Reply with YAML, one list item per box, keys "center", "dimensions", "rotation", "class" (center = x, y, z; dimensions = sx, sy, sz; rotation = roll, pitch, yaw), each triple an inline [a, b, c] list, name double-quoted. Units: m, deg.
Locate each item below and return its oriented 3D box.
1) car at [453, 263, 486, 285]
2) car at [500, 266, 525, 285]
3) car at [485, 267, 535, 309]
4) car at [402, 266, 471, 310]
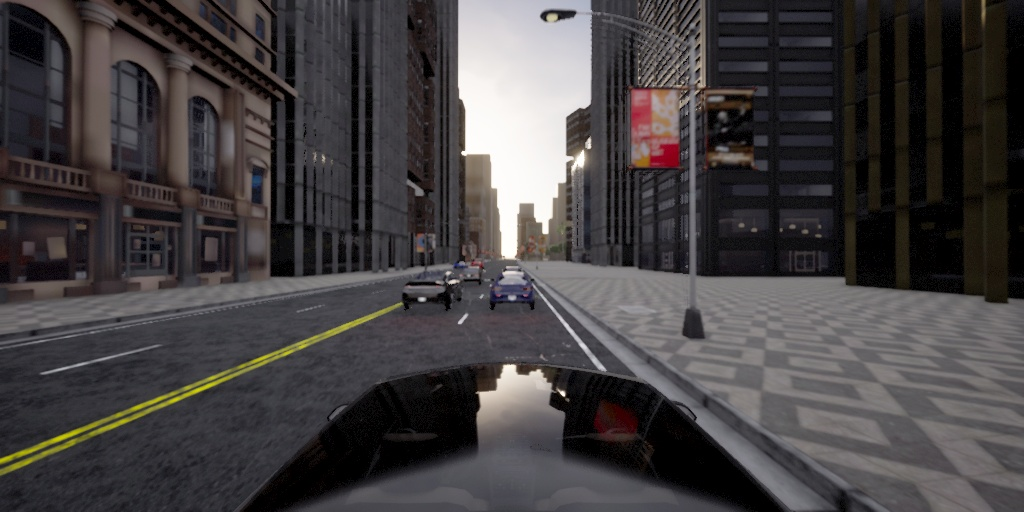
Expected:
- center: [-3.234, 1.551, 29.364]
  dimensions: [2.033, 1.411, 5.357]
  rotation: [0, 0, 0]
  class: "car"
- center: [0.031, 1.576, 30.346]
  dimensions: [1.994, 1.385, 4.181]
  rotation: [0, 0, 0]
  class: "car"
- center: [0.024, 1.405, 15.756]
  dimensions: [1.812, 1.442, 4.674]
  rotation: [0, 0, 0]
  class: "car"
- center: [-3.230, 1.369, 15.362]
  dimensions: [2.128, 1.511, 4.902]
  rotation: [0, 0, 0]
  class: "car"
